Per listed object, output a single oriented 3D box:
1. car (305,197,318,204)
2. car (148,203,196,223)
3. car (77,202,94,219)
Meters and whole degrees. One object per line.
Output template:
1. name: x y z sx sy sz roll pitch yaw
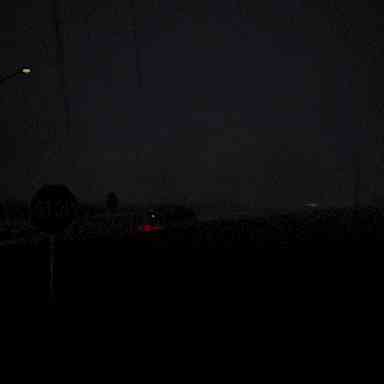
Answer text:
1. car: 29.827 2.159 83.080 2.097 1.767 4.553 1 0 36
2. car: -1.559 1.689 27.683 2.128 1.511 4.902 1 0 36
3. car: -10.456 1.523 27.323 1.882 1.535 5.008 1 1 36
